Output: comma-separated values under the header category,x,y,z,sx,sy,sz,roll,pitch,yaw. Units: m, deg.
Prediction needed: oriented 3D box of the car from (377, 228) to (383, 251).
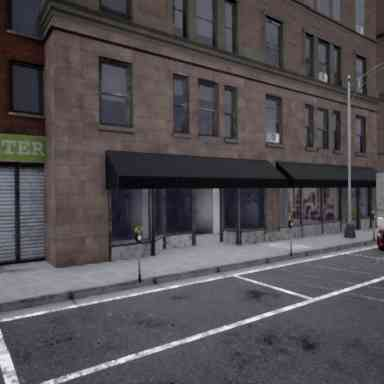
category,x,y,z,sx,sy,sz,roll,pitch,yaw
car,8.899,1.536,12.894,4.507,1.381,1.887,0,-1,-36
